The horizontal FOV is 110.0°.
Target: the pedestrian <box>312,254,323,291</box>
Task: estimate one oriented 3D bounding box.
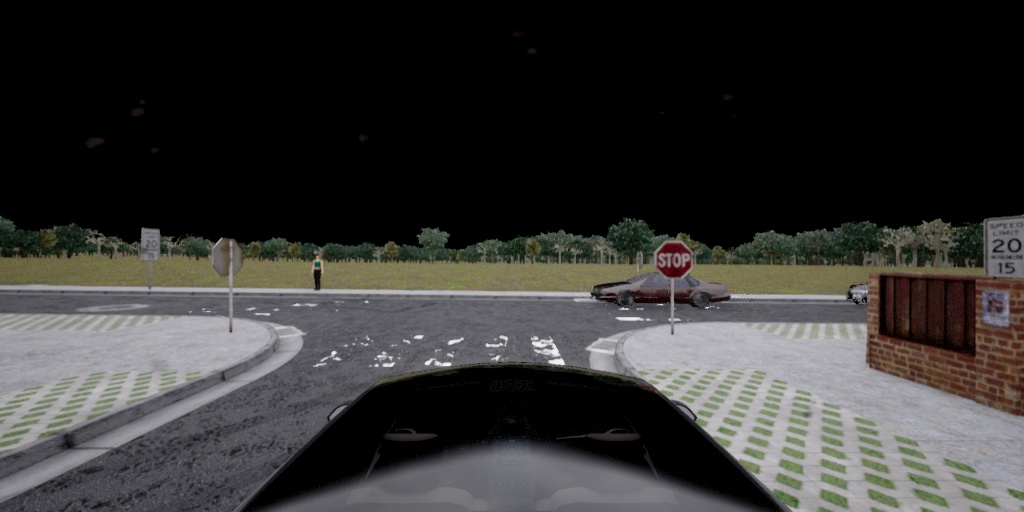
[{"bbox_3d":[-9.699,0.802,17.873,0.375,1.860,0.375,0,-1,0],"label":"pedestrian"}]

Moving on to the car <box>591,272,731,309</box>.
[{"bbox_3d":[6.130,1.389,15.061,5.357,1.411,2.033,1,0,0],"label":"car"}]

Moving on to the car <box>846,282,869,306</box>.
[{"bbox_3d":[17.011,1.463,15.125,4.902,1.511,2.128,1,0,0],"label":"car"}]
